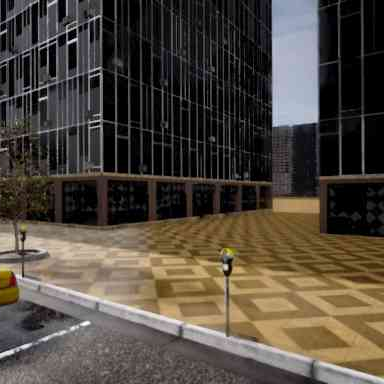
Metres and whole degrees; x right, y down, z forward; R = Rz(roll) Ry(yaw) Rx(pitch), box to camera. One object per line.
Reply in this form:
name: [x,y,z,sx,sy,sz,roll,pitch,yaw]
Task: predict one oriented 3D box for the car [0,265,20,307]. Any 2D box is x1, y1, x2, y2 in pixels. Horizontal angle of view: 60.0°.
car: [-5.333,1.527,6.663,4.829,1.417,1.752,0,0,35]
